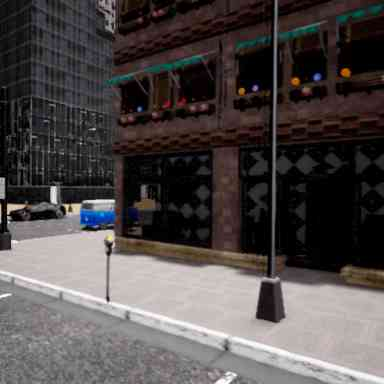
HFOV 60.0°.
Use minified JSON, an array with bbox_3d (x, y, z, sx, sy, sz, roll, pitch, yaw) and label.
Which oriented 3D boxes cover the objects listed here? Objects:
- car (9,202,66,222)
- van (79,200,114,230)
[{"bbox_3d":[-12.044,1.492,26.192,1.947,1.339,4.313,1,1,35],"label":"car"},{"bbox_3d":[-5.212,1.384,21.333,1.690,1.788,3.998,1,1,35],"label":"van"}]
